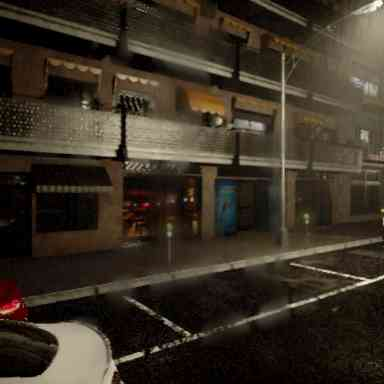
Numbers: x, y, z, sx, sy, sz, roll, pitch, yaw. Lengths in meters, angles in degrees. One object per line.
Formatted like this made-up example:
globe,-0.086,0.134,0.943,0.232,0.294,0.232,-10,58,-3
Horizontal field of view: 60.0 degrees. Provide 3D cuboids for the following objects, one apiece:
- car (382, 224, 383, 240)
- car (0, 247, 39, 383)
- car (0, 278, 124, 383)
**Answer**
car,9.763,1.258,13.535,5.009,1.841,2.192,0,0,-36
car,-4.125,1.587,3.613,4.206,1.307,1.802,0,0,-36
car,-2.572,1.531,1.533,4.674,1.442,1.812,0,0,-35
